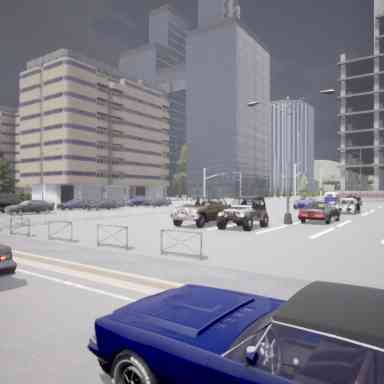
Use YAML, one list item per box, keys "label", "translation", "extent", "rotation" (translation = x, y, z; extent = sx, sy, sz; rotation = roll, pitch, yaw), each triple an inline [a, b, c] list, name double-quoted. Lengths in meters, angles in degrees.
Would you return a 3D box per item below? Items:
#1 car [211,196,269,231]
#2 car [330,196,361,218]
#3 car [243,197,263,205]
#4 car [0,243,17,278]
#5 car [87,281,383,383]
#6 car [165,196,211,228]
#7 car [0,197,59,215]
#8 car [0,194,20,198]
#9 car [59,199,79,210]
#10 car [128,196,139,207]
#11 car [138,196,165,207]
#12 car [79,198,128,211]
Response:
- label: "car"
  translation: [3.042, 1.156, 19.256]
  extent: [1.905, 1.878, 3.866]
  rotation: [0, 0, 34]
- label: "car"
  translation: [15.066, 1.395, 32.211]
  extent: [1.970, 1.475, 3.806]
  rotation: [0, 0, 34]
- label: "car"
  translation: [11.381, 1.600, 61.926]
  extent: [1.895, 1.301, 4.718]
  rotation: [0, 0, 35]
- label: "car"
  translation: [-6.692, 1.547, 8.682]
  extent: [5.357, 1.411, 2.033]
  rotation: [0, 0, 35]
- label: "car"
  translation: [1.154, 1.601, 3.167]
  extent: [4.718, 1.301, 1.895]
  rotation: [0, 0, 35]
- label: "car"
  translation: [0.675, 1.153, 20.922]
  extent: [1.932, 1.855, 4.605]
  rotation: [0, 0, 34]
- label: "car"
  translation: [-16.284, 1.525, 33.566]
  extent: [1.812, 1.442, 4.674]
  rotation: [0, 0, 34]
- label: "car"
  translation: [-20.231, 1.221, 34.003]
  extent: [2.150, 2.045, 5.566]
  rotation: [0, 0, 34]
- label: "car"
  translation: [-14.522, 1.546, 42.513]
  extent: [2.033, 1.411, 5.357]
  rotation: [0, 0, 34]
- label: "car"
  translation: [-8.846, 1.351, 50.909]
  extent: [2.097, 1.767, 4.553]
  rotation: [0, 0, 35]
- label: "car"
  translation: [-5.162, 1.547, 50.154]
  extent: [2.033, 1.411, 5.357]
  rotation: [0, 0, 34]
- label: "car"
  translation: [-10.954, 1.547, 41.538]
  extent: [2.033, 1.411, 5.357]
  rotation: [0, 0, 34]
